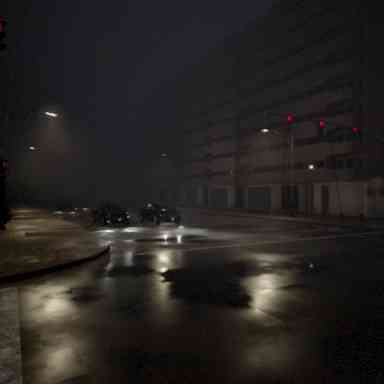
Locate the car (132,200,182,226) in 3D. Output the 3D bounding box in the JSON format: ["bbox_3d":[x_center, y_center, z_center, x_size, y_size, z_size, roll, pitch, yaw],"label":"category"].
[{"bbox_3d":[-2.486,1.588,24.812,2.128,1.511,4.902,0,0,-29],"label":"car"}]

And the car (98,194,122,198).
[{"bbox_3d":[-15.439,1.483,62.748,2.150,2.045,5.566,0,0,-29],"label":"car"}]

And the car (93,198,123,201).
[{"bbox_3d":[-9.813,1.703,38.009,1.994,1.385,4.181,0,0,-29],"label":"car"}]

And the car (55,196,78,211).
[{"bbox_3d":[-16.190,1.610,42.304,1.882,1.535,5.008,0,0,-29],"label":"car"}]

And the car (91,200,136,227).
[{"bbox_3d":[-5.849,1.576,23.659,1.837,1.490,4.892,0,0,-29],"label":"car"}]

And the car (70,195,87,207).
[{"bbox_3d":[-18.800,1.520,54.383,2.150,2.045,5.566,0,0,-29],"label":"car"}]

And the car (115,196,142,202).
[{"bbox_3d":[-10.444,1.780,53.855,2.033,1.411,5.357,0,0,-28],"label":"car"}]
